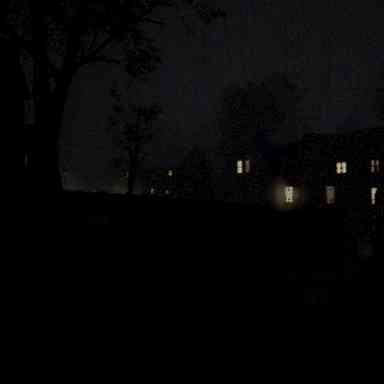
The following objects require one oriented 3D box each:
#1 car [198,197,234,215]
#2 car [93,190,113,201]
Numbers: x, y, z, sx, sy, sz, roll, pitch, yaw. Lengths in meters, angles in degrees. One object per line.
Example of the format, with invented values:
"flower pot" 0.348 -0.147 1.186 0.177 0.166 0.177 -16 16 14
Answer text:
"car" 1.671 1.090 25.646 1.895 1.301 4.718 -1 2 -36
"car" -12.479 0.411 45.407 2.033 1.411 5.357 -1 2 -35
